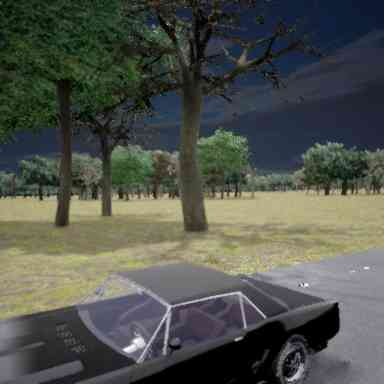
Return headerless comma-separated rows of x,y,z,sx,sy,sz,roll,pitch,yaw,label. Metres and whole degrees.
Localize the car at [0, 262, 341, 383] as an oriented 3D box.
-0.486,1.598,3.647,4.718,1.301,1.895,0,0,-36,car
